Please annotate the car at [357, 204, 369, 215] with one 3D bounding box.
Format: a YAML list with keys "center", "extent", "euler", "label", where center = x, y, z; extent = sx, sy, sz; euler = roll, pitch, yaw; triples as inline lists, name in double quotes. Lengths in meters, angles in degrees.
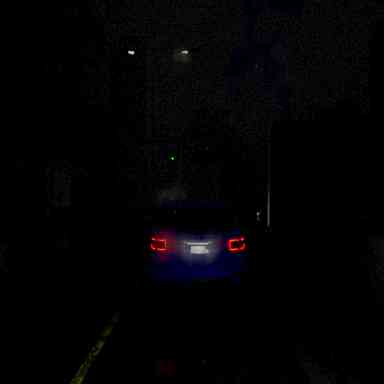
- center: [18.219, 1.528, 32.401]
  extent: [4.206, 1.307, 1.802]
  euler: [1, 0, 0]
  label: "car"

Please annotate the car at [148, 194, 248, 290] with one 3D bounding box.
- center: [0.111, 1.196, 9.162]
  extent: [2.150, 2.045, 5.566]
  euler: [0, 0, 0]
  label: "car"

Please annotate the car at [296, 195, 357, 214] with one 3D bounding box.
- center: [12.820, 1.184, 32.409]
  extent: [5.009, 1.841, 2.192]
  euler: [1, 0, 0]
  label: "car"

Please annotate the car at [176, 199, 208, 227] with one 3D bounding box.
- center: [-0.104, 1.343, 22.672]
  extent: [1.837, 1.490, 4.892]
  euler: [0, 1, -4]
  label: "car"

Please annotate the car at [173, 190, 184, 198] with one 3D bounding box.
- center: [-2.577, 0.353, 64.872]
  extent: [1.895, 1.301, 4.718]
  euler: [0, 2, 1]
  label: "car"

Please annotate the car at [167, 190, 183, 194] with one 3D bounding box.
- center: [-2.711, 0.834, 45.161]
  extent: [2.128, 1.511, 4.902]
  euler: [0, 2, -1]
  label: "car"
